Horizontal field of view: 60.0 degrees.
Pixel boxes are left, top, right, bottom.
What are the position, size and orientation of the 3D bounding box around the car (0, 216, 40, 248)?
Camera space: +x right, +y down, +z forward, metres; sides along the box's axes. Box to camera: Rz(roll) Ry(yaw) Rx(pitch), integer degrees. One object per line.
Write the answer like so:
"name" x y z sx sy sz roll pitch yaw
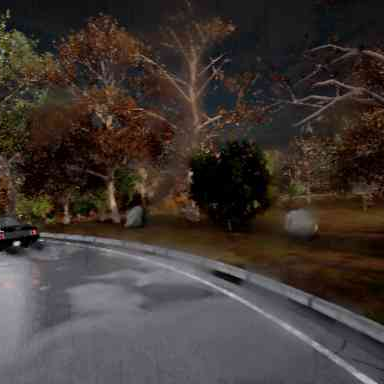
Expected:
"car" -8.411 1.633 13.466 4.718 1.301 1.895 -1 0 31
